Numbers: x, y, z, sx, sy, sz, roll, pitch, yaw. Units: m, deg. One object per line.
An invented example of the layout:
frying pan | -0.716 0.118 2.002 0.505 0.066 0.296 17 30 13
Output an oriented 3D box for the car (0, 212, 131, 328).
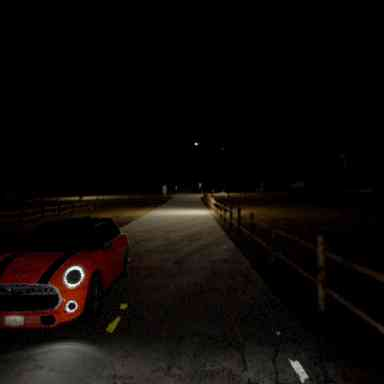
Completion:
car | -2.746 1.412 7.399 2.097 1.767 4.553 0 0 0
